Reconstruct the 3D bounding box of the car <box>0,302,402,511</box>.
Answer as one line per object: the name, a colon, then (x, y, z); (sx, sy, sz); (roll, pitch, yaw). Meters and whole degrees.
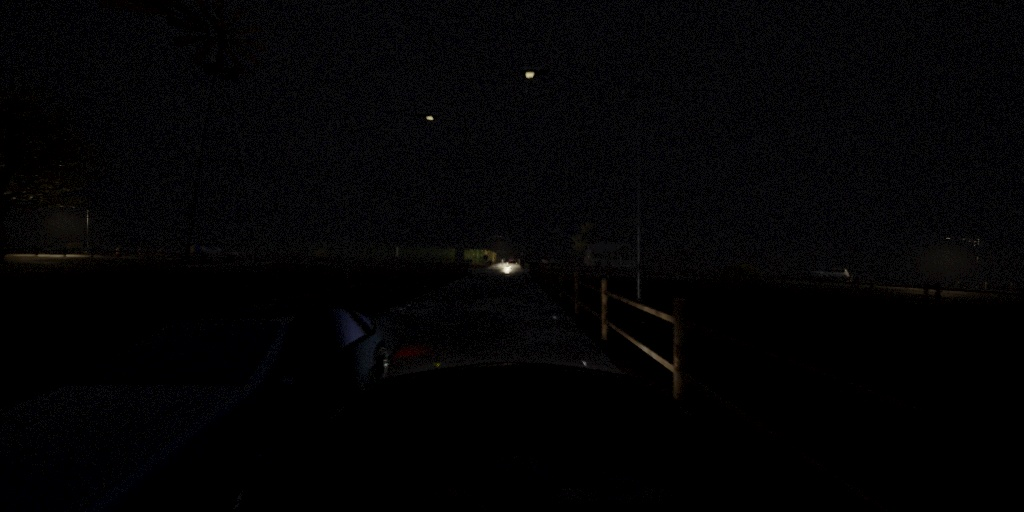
car: (-2.848, 1.291, 4.057); (2.033, 1.411, 5.357); (0, 0, 0)
